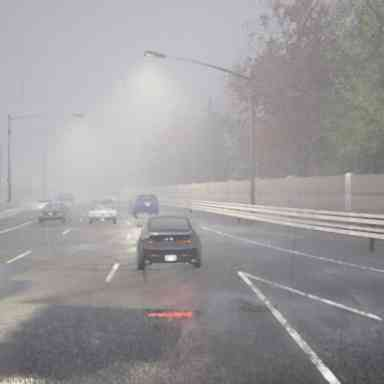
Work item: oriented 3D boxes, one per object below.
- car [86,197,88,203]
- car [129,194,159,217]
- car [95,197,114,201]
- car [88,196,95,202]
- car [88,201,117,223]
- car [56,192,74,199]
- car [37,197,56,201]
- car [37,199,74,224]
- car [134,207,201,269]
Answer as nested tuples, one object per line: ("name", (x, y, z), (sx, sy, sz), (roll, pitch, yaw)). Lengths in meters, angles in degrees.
("car", (-19.660, 1.454, 65.059), (2.033, 1.411, 5.357), (0, 0, -23))
("car", (-4.400, 1.172, 30.160), (2.150, 2.045, 5.566), (0, 0, -16))
("car", (-13.623, 1.459, 52.692), (1.812, 1.442, 4.674), (0, 0, -26))
("car", (-16.562, 1.532, 58.587), (1.895, 1.301, 4.718), (0, 0, -26))
("car", (-6.638, 1.570, 24.906), (1.895, 1.301, 4.718), (0, 0, -14))
("car", (-24.378, 1.114, 63.534), (2.150, 2.045, 5.566), (0, 0, -38))
("car", (-27.223, 1.581, 61.499), (1.895, 1.301, 4.718), (0, 0, -38))
("car", (-10.231, 1.528, 25.002), (2.033, 1.411, 5.357), (0, 0, -15))
("car", (-0.818, 1.484, 11.175), (1.837, 1.490, 4.892), (0, 0, -6))
